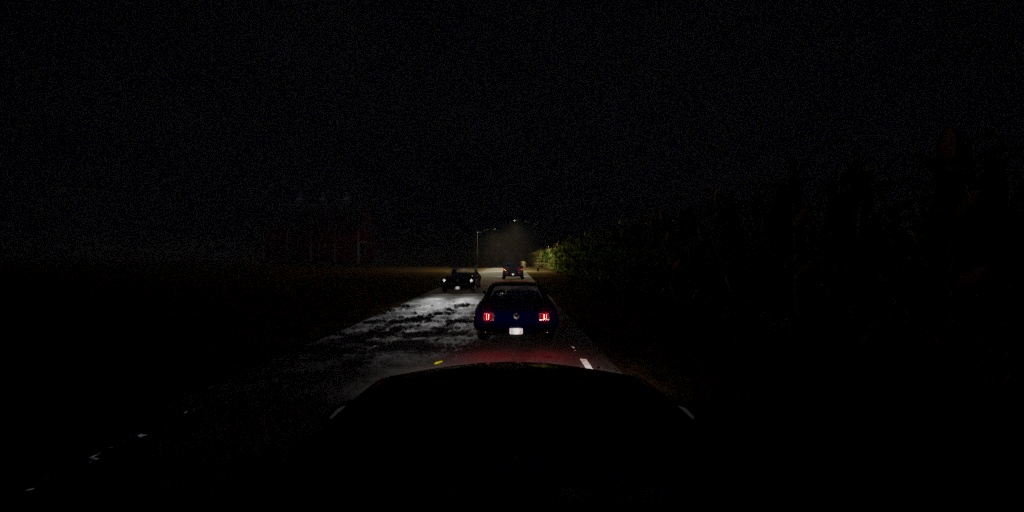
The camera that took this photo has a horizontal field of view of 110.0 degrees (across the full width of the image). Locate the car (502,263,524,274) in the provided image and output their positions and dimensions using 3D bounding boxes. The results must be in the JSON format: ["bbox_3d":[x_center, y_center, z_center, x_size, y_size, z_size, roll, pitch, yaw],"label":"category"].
[{"bbox_3d":[0.095,1.331,32.600,1.812,1.442,4.674,0,0,0],"label":"car"}]

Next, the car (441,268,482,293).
[{"bbox_3d":[-2.852,1.369,21.043,1.895,1.301,4.718,0,0,0],"label":"car"}]

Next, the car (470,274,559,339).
[{"bbox_3d":[0.097,1.356,10.037,1.895,1.301,4.718,0,0,0],"label":"car"}]
